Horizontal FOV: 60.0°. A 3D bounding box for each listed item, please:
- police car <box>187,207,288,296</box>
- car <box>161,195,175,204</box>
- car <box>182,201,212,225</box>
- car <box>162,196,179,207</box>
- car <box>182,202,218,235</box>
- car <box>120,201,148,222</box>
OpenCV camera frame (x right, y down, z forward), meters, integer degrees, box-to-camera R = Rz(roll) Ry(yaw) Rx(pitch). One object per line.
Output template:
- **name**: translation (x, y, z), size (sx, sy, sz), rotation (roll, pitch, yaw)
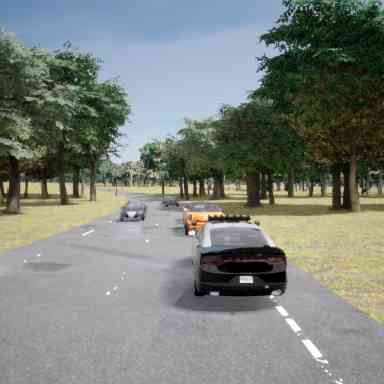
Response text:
- **police car**: translation (0.950, 1.416, 8.757), size (1.930, 1.638, 5.238), rotation (0, 0, -1)
- **car**: translation (-4.261, 1.349, 58.819), size (2.033, 1.411, 5.357), rotation (0, 0, -9)
- **car**: translation (0.275, 1.478, 24.743), size (1.812, 1.442, 4.674), rotation (0, 0, -4)
- **car**: translation (-2.941, 1.408, 48.595), size (2.033, 1.411, 5.357), rotation (0, 0, -6)
- **car**: translation (0.602, 1.321, 18.680), size (2.097, 1.767, 4.553), rotation (0, 0, -3)
- **car**: translation (-4.530, 1.444, 26.376), size (2.128, 1.511, 4.902), rotation (0, 0, -4)
